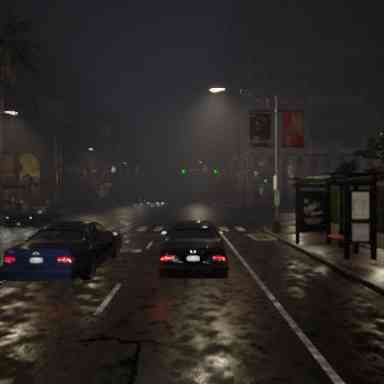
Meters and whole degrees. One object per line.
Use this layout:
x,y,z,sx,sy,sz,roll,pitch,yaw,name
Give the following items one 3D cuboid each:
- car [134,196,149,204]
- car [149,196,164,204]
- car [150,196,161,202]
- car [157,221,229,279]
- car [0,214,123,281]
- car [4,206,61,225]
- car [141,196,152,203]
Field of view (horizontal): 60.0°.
-11.024,1.793,70.882,2.033,1.411,5.357,0,0,0,car
-7.522,1.777,70.637,1.812,1.442,4.674,0,0,0,car
-10.093,1.830,92.300,1.837,1.490,4.892,0,0,9,car
0.019,1.584,10.143,2.033,1.411,5.357,0,0,0,car
-3.481,1.583,9.940,2.033,1.411,5.357,0,0,0,car
-10.754,1.682,22.804,1.895,1.301,4.718,0,0,0,car
-11.100,1.768,81.221,1.882,1.535,5.008,0,0,0,car
